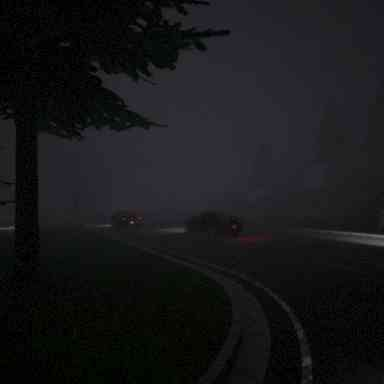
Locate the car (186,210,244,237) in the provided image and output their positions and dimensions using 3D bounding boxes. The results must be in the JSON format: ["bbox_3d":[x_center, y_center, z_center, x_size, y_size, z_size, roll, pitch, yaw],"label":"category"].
[{"bbox_3d":[1.331,1.949,21.655,1.882,1.535,5.008,0,-1,-28],"label":"car"}]

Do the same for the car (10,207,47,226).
[{"bbox_3d":[-16.878,2.554,34.441,1.882,1.535,5.008,-1,-2,-13],"label":"car"}]

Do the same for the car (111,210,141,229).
[{"bbox_3d":[-5.625,2.264,28.123,1.812,1.442,4.674,-1,-1,-23],"label":"car"}]

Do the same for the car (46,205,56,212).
[{"bbox_3d":[-29.434,3.446,68.814,2.128,1.511,4.902,-1,-1,-15],"label":"car"}]

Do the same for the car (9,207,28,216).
[{"bbox_3d":[-30.201,3.347,58.083,1.837,1.490,4.892,-1,-2,-15],"label":"car"}]
